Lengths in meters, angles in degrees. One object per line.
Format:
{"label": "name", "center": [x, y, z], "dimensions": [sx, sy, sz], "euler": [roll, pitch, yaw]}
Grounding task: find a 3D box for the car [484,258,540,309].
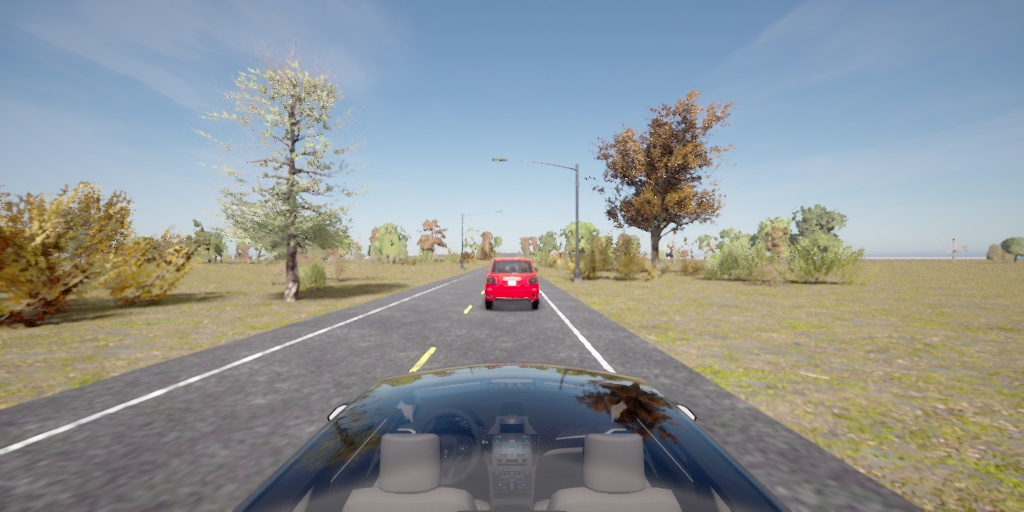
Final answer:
{"label": "car", "center": [0.004, 1.101, 15.855], "dimensions": [2.150, 2.045, 5.566], "euler": [0, 0, 0]}
